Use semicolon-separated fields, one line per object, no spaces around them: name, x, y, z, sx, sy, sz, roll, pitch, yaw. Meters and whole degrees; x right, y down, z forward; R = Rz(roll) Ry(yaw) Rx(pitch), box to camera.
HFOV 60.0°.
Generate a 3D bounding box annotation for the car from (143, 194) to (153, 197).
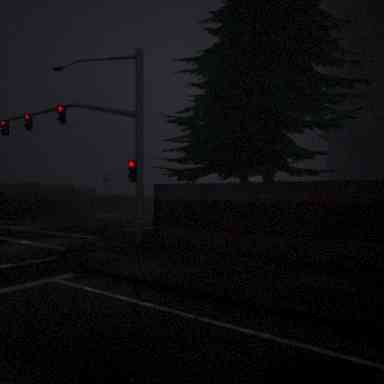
car;-9.001;1.195;70.378;4.605;1.855;1.932;0;0;35
